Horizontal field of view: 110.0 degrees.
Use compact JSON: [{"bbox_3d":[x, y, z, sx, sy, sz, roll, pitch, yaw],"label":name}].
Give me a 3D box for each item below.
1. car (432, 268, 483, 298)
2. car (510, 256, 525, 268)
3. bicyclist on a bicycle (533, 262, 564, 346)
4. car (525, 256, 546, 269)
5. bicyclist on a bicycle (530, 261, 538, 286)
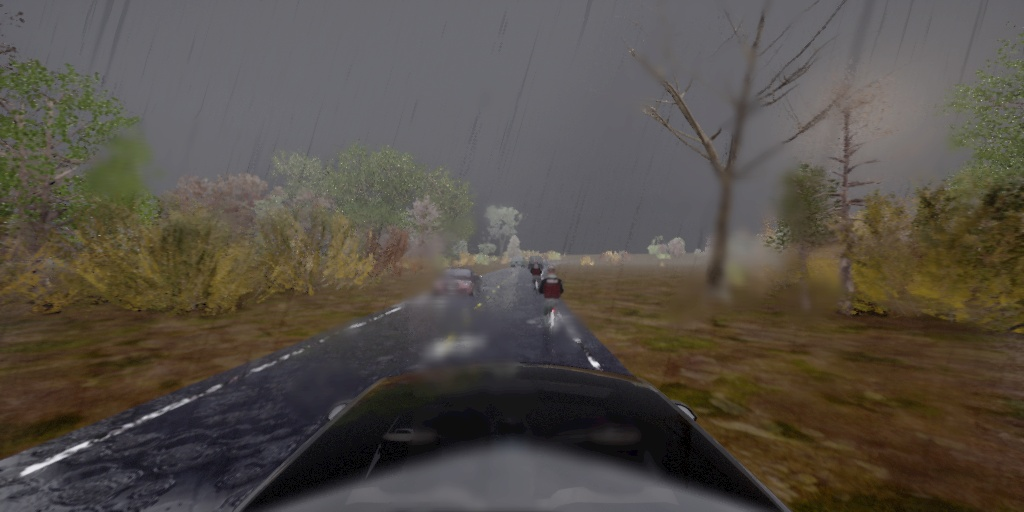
[{"bbox_3d":[-2.677,1.315,18.411,1.994,1.385,4.181,0,0,2],"label":"car"},{"bbox_3d":[1.070,0.993,59.593,2.150,2.045,5.566,0,0,8],"label":"car"},{"bbox_3d":[0.928,1.122,8.550,0.659,1.776,1.843,0,0,1],"label":"bicyclist on a bicycle"},{"bbox_3d":[3.778,0.986,56.061,2.150,2.045,5.566,0,-1,8],"label":"car"},{"bbox_3d":[1.231,1.123,18.288,0.659,1.776,1.843,0,0,2],"label":"bicyclist on a bicycle"}]
